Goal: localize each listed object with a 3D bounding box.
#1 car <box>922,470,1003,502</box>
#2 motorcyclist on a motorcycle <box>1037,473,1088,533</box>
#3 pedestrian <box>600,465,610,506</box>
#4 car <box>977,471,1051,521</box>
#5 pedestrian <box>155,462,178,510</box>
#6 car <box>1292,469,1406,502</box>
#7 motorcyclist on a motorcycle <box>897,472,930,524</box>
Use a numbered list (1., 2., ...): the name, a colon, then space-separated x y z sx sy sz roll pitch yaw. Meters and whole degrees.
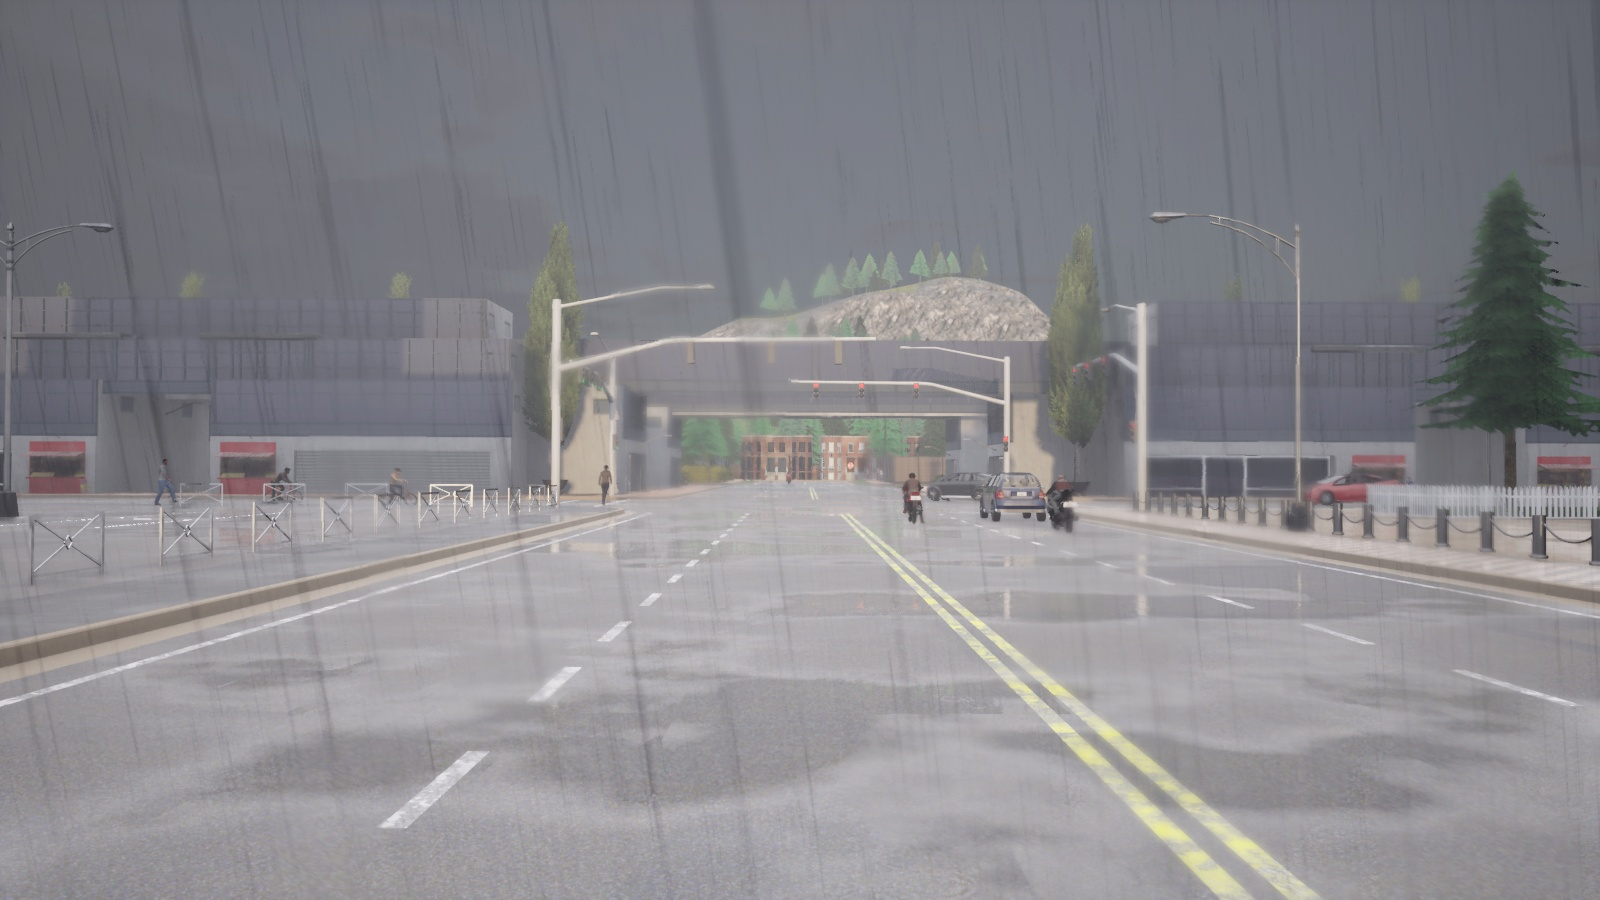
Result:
1. car: 8.409 1.849 65.052 3.705 1.549 1.789 -1 0 31
2. motorcyclist on a motorcycle: 6.916 1.378 33.166 0.866 1.530 2.191 0 -1 0
3. pedestrian: -8.693 1.589 56.003 0.328 1.805 0.869 0 -1 1
4. car: 6.895 1.449 40.792 1.789 1.549 3.705 0 -1 0
5. pedestrian: -24.100 1.369 47.744 0.706 1.836 0.354 0 -1 -11
6. car: 26.050 1.657 59.685 4.514 1.525 2.007 0 -1 0
7. motorcyclist on a motorcycle: 3.393 1.415 37.733 0.797 1.523 2.044 0 -1 0
